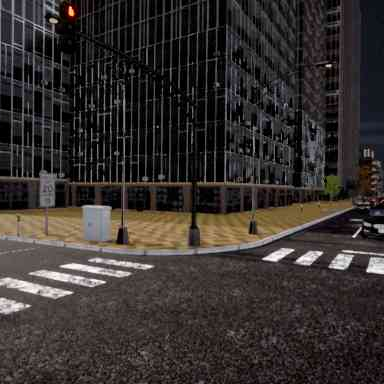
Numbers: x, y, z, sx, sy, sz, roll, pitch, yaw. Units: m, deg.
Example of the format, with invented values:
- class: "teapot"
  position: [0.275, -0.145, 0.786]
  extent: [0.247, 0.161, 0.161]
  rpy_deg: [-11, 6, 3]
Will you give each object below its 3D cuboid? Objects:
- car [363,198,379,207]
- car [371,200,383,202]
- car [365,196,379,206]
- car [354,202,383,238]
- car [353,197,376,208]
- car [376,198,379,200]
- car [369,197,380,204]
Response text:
- class: "car"
  position: [28.415, 1.639, 52.792]
  extent: [2.008, 1.369, 4.403]
  rpy_deg: [1, 0, 31]
- class: "car"
  position: [14.863, 1.571, 25.360]
  extent: [1.812, 1.442, 4.674]
  rpy_deg: [1, 0, 31]
- class: "car"
  position: [31.254, 1.542, 57.610]
  extent: [1.967, 1.590, 4.097]
  rpy_deg: [1, 0, 31]
- class: "car"
  position: [9.886, 1.513, 17.119]
  extent: [2.128, 1.511, 4.902]
  rpy_deg: [1, 0, 31]
- class: "car"
  position: [19.780, 1.597, 38.406]
  extent: [2.008, 1.369, 4.403]
  rpy_deg: [1, 0, 31]
- class: "car"
  position: [20.319, 1.551, 34.316]
  extent: [1.882, 1.535, 5.008]
  rpy_deg: [1, 0, 31]
- class: "car"
  position: [36.940, 1.711, 67.245]
  extent: [1.802, 1.307, 4.206]
  rpy_deg: [1, 0, 31]
